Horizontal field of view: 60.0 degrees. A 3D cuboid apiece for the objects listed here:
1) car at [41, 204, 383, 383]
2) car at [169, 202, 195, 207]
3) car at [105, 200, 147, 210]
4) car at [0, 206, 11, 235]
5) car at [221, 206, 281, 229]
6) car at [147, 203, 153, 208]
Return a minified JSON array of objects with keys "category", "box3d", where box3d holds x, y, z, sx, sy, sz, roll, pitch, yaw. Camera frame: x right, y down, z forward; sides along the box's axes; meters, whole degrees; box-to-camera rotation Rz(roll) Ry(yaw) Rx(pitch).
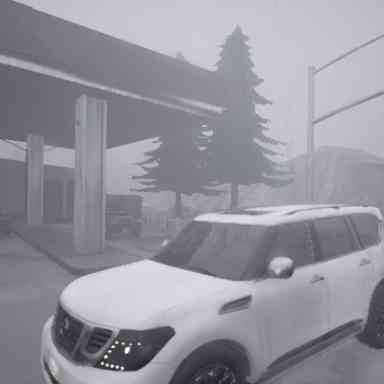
[{"category":"car","box3d":[0.928,1.252,4.749,5.566,2.045,2.150,-1,-1,-36]},{"category":"car","box3d":[-0.606,1.718,31.937,1.812,1.442,4.674,1,0,-35]},{"category":"car","box3d":[-4.413,1.446,18.345,1.905,1.878,3.866,1,0,-36]},{"category":"car","box3d":[-11.544,1.522,18.557,2.242,1.667,4.611,1,0,-36]},{"category":"car","box3d":[4.307,1.814,24.936,1.994,1.385,4.181,1,0,-35]},{"category":"car","box3d":[-6.467,1.650,40.267,1.812,1.442,4.674,1,0,-35]}]
